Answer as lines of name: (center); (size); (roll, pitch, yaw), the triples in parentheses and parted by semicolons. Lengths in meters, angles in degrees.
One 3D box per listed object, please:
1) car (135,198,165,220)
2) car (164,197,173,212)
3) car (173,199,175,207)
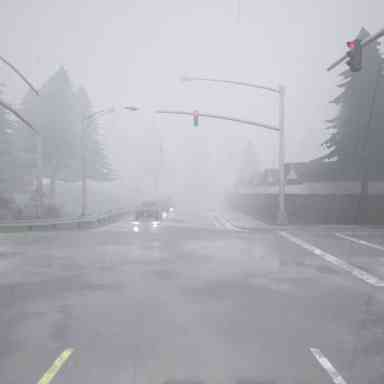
car: (-3.596, 1.505, 28.033); (1.837, 1.490, 4.892); (0, 0, 0)
car: (-3.588, 1.564, 37.947); (1.994, 1.385, 4.181); (0, 0, 0)
car: (-3.502, 1.504, 48.302); (1.837, 1.490, 4.892); (0, 0, 2)
